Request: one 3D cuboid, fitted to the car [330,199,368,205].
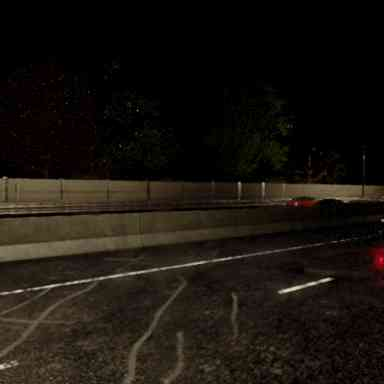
[{"bbox_3d":[15.925,1.576,32.530,4.718,1.301,1.895,0,0,-35],"label":"car"}]

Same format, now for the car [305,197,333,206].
[{"bbox_3d":[14.822,1.480,36.039,4.892,1.490,1.837,0,0,-35],"label":"car"}]

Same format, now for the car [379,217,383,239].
[{"bbox_3d":[10.707,1.475,15.678,4.902,1.511,2.128,0,0,-35],"label":"car"}]

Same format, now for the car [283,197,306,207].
[{"bbox_3d":[12.700,1.327,38.823,4.553,1.767,2.097,0,0,-35],"label":"car"}]
